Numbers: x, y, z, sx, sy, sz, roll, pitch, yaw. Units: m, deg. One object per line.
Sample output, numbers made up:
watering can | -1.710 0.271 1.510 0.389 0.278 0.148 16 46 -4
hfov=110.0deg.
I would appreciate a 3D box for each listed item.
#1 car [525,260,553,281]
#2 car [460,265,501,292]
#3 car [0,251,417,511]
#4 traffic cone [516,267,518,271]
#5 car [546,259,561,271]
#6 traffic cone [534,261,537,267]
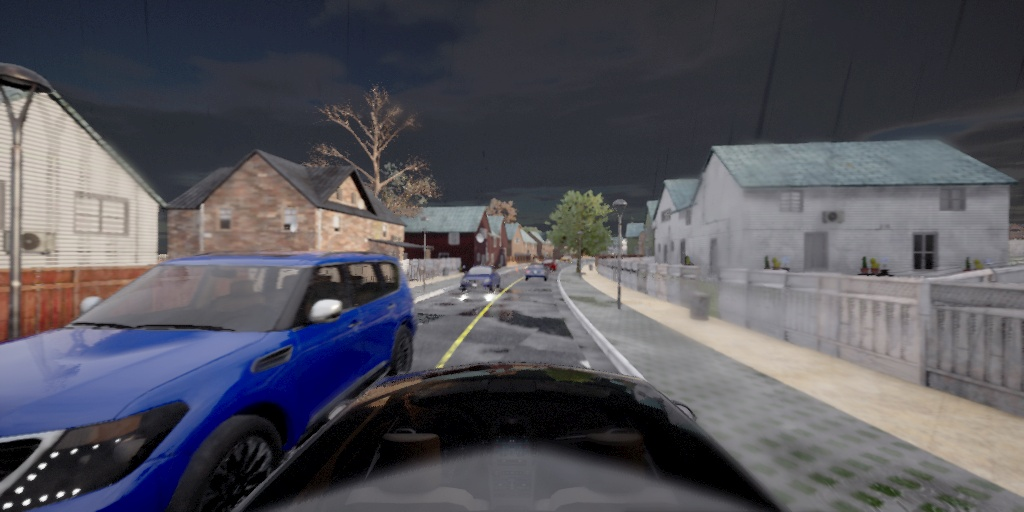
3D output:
car | 2.217 1.332 31.197 2.033 1.411 5.357 0 0 8
car | -1.787 1.295 21.569 1.812 1.442 4.674 0 0 5
car | -2.775 0.951 4.115 2.150 2.045 5.566 0 0 1
traffic cone | 0.622 1.625 45.928 0.340 0.580 0.340 0 0 11
car | 4.985 1.164 47.386 1.882 1.535 5.008 0 1 12
traffic cone | 3.994 1.513 60.701 0.340 0.580 0.340 0 0 15
